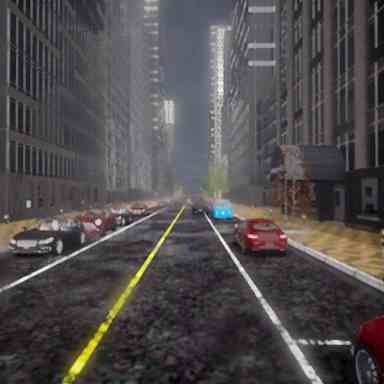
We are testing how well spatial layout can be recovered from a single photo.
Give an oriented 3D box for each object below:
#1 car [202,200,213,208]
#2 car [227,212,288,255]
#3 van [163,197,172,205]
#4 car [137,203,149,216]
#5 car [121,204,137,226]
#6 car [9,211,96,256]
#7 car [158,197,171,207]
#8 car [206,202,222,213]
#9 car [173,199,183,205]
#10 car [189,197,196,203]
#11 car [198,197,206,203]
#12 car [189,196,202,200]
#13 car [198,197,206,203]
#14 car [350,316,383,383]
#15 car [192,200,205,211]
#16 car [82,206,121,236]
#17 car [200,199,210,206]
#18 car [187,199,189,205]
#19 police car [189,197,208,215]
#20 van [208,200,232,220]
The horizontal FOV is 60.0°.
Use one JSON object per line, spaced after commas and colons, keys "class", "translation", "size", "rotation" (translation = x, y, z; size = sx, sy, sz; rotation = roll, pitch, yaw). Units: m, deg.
{"class": "car", "translation": [2.713, 2.087, 59.133], "size": [1.802, 1.307, 4.206], "rotation": [0, 0, 0]}
{"class": "car", "translation": [2.695, 1.709, 13.596], "size": [1.802, 1.307, 4.206], "rotation": [0, 0, 0]}
{"class": "van", "translation": [-5.661, 1.976, 76.219], "size": [1.690, 1.788, 3.998], "rotation": [0, 0, 0]}
{"class": "car", "translation": [-5.677, 1.898, 36.370], "size": [1.802, 1.307, 4.206], "rotation": [0, 0, 0]}
{"class": "car", "translation": [-5.681, 1.773, 24.986], "size": [2.008, 1.369, 4.403], "rotation": [0, 0, 0]}
{"class": "car", "translation": [-5.686, 1.677, 13.601], "size": [2.008, 1.369, 4.403], "rotation": [0, -1, 0]}
{"class": "car", "translation": [-5.666, 2.101, 64.832], "size": [2.008, 1.369, 4.403], "rotation": [0, 0, 0]}
{"class": "car", "translation": [2.706, 1.946, 42.056], "size": [1.802, 1.307, 4.206], "rotation": [0, 0, 0]}
{"class": "car", "translation": [-2.972, 2.139, 71.678], "size": [2.033, 1.411, 5.357], "rotation": [0, 0, 0]}
{"class": "car", "translation": [0.034, 2.205, 89.453], "size": [1.812, 1.442, 4.674], "rotation": [0, 0, 0]}
{"class": "car", "translation": [2.726, 2.191, 93.288], "size": [1.967, 1.590, 4.097], "rotation": [0, 0, 0]}
{"class": "car", "translation": [0.921, 1.693, 54.724], "size": [2.150, 2.045, 5.566], "rotation": [0, 0, 0]}
{"class": "car", "translation": [2.724, 2.153, 87.596], "size": [1.967, 1.590, 4.097], "rotation": [0, 0, 0]}
{"class": "car", "translation": [2.690, 1.605, 2.208], "size": [1.802, 1.307, 4.206], "rotation": [0, -1, 0]}
{"class": "car", "translation": [0.919, 1.945, 48.692], "size": [1.812, 1.442, 4.674], "rotation": [0, 0, 0]}
{"class": "car", "translation": [-5.684, 1.615, 19.295], "size": [1.967, 1.590, 4.097], "rotation": [0, 0, 0]}
{"class": "car", "translation": [2.718, 2.145, 70.518], "size": [2.008, 1.369, 4.403], "rotation": [0, 0, 0]}
{"class": "car", "translation": [0.028, 1.934, 74.424], "size": [2.097, 1.767, 4.553], "rotation": [0, 0, 0]}
{"class": "police car", "translation": [0.915, 1.762, 38.803], "size": [1.930, 1.638, 5.238], "rotation": [0, 0, 0]}
{"class": "van", "translation": [2.702, 1.610, 30.674], "size": [1.690, 1.788, 3.998], "rotation": [0, 0, 0]}
